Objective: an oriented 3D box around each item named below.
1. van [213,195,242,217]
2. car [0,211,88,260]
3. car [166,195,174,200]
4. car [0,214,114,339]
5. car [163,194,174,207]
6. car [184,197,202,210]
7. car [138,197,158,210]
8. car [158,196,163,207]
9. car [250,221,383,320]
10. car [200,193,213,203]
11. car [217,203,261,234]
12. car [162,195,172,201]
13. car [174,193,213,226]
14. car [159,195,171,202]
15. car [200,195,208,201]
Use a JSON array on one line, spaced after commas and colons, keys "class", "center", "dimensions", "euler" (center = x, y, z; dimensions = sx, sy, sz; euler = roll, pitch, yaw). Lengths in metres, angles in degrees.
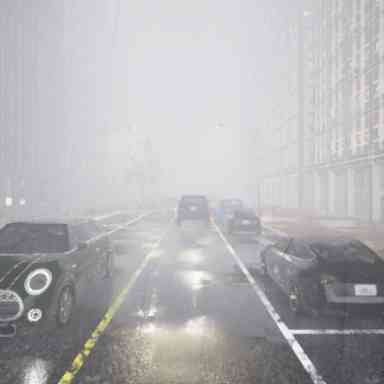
[{"class": "van", "center": [2.708, 1.294, 24.319], "dimensions": [1.690, 1.788, 3.998], "euler": [0, 0, 0]}, {"class": "car", "center": [-5.680, 1.542, 12.947], "dimensions": [1.947, 1.339, 4.313], "euler": [0, 0, 0]}, {"class": "car", "center": [-5.635, 1.355, 86.948], "dimensions": [1.802, 1.307, 4.206], "euler": [0, 0, 0]}, {"class": "car", "center": [-3.096, 1.340, 6.878], "dimensions": [2.097, 1.767, 4.553], "euler": [0, 0, 0]}, {"class": "car", "center": [-3.055, 1.369, 48.382], "dimensions": [1.882, 1.535, 5.008], "euler": [0, 0, 0]}, {"class": "car", "center": [0.124, 1.400, 42.475], "dimensions": [2.128, 1.511, 4.902], "euler": [0, 0, 0]}, {"class": "car", "center": [-5.663, 1.437, 41.240], "dimensions": [1.752, 1.417, 4.829], "euler": [0, 0, 0]}, {"class": "car", "center": [-5.659, 1.446, 47.104], "dimensions": [2.008, 1.369, 4.403], "euler": [0, 0, 0]}, {"class": "car", "center": [2.697, 1.553, 7.241], "dimensions": [1.947, 1.339, 4.313], "euler": [0, 0, 0]}, {"class": "car", "center": [2.733, 1.162, 64.163], "dimensions": [2.192, 1.841, 5.009], "euler": [0, 0, 0]}, {"class": "car", "center": [2.704, 1.531, 18.625], "dimensions": [1.947, 1.339, 4.313], "euler": [0, 0, 0]}, {"class": "car", "center": [-5.642, 1.377, 75.565], "dimensions": [1.947, 1.339, 4.313], "euler": [0, 0, 0]}, {"class": "car", "center": [0.114, 1.177, 23.354], "dimensions": [2.150, 2.045, 5.566], "euler": [0, 0, 1]}, {"class": "car", "center": [-5.645, 1.380, 69.873], "dimensions": [2.008, 1.369, 4.403], "euler": [0, 0, 0]}, {"class": "car", "center": [2.739, 1.336, 75.717], "dimensions": [1.752, 1.417, 4.829], "euler": [0, 0, 0]}]
